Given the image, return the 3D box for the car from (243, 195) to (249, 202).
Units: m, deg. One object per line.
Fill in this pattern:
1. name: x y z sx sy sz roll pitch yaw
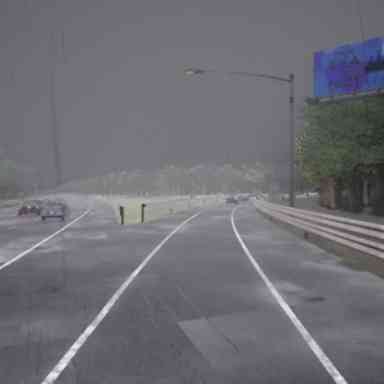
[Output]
1. car: 10.558 1.317 69.021 2.128 1.511 4.902 0 1 23

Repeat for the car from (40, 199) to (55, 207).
1. car: -29.239 2.103 67.291 2.128 1.511 4.902 0 -1 -16

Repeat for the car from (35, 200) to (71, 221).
1. car: -11.915 1.738 29.301 2.033 1.411 5.357 0 0 -14

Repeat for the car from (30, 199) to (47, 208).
1. car: -26.476 1.949 57.628 1.882 1.535 5.008 0 -1 -16

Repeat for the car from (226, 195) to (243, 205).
1. car: 7.368 1.455 59.367 1.837 1.490 4.892 0 0 17

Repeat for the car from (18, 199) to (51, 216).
1. car: -16.997 1.604 35.728 2.097 1.767 4.553 0 0 -14

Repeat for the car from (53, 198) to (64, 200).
1. car: -22.151 1.787 55.424 2.097 1.767 4.553 0 -1 -15
